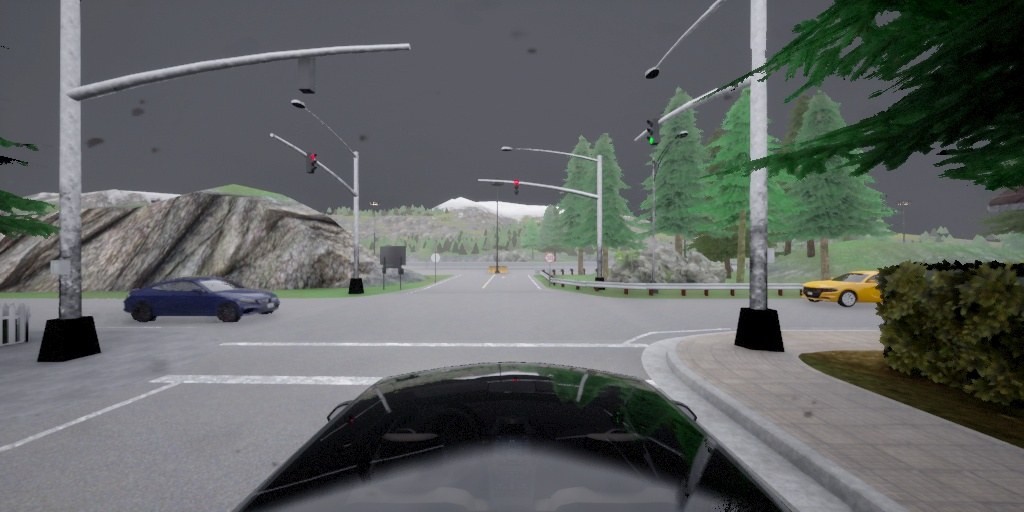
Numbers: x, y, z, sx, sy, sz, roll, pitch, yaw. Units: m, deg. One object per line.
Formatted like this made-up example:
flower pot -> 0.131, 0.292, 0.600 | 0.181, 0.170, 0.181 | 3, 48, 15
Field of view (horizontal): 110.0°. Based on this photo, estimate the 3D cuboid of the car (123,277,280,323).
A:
car -> -10.745, 1.465, 12.545 | 4.674, 1.442, 1.812 | 0, 0, 1

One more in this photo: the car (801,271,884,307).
car -> 15.955, 1.417, 16.176 | 5.008, 1.535, 1.882 | 0, 0, 0
